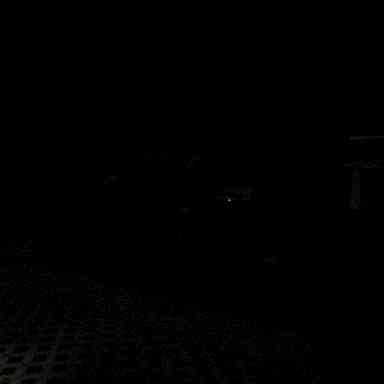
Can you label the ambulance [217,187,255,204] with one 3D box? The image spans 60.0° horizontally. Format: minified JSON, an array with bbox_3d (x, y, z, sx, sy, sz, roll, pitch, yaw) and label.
[{"bbox_3d":[5.447,0.625,41.047,2.351,2.431,6.366,3,2,35],"label":"ambulance"}]
